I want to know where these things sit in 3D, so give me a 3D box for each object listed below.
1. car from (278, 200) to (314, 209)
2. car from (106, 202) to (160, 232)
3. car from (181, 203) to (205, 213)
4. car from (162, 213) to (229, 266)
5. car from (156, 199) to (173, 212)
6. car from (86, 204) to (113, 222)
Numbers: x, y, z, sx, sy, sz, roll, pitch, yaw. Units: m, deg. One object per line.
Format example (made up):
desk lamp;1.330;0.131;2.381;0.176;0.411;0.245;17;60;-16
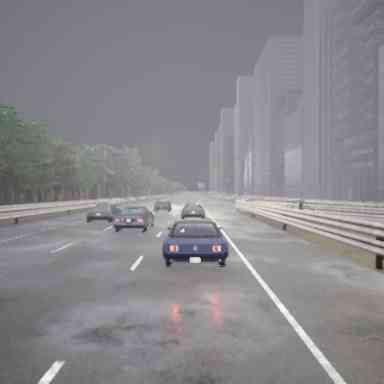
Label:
car;12.013;1.679;38.873;2.033;1.411;5.357;0;0;-15
car;-3.398;1.579;20.249;2.033;1.411;5.357;0;0;0
car;0.101;1.612;28.859;1.994;1.385;4.181;0;0;0
car;0.099;1.617;11.542;1.895;1.301;4.718;0;0;0
car;-3.400;1.562;39.766;2.128;1.511;4.902;0;0;0
car;-6.899;1.608;26.487;1.994;1.385;4.181;0;0;0
